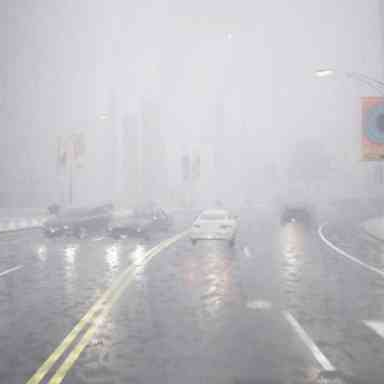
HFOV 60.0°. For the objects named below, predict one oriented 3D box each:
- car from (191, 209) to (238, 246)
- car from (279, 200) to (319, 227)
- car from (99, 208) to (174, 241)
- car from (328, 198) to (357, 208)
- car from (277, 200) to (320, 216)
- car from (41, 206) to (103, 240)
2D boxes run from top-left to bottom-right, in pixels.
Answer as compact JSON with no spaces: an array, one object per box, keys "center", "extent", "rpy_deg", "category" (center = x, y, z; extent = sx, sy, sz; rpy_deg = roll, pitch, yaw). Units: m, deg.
[{"center":[1.122,1.531,15.422],"extent":[1.812,1.442,4.674],"rpy_deg":[0,0,10],"category":"car"},{"center":[7.350,1.513,22.905],"extent":[1.837,1.490,4.892],"rpy_deg":[-1,0,25],"category":"car"},{"center":[-2.400,1.554,17.054],"extent":[2.033,1.411,5.357],"rpy_deg":[0,0,13],"category":"car"},{"center":[22.420,1.582,49.526],"extent":[4.181,1.385,1.994],"rpy_deg":[0,0,-20],"category":"car"},{"center":[11.001,1.560,34.106],"extent":[2.033,1.411,5.357],"rpy_deg":[0,0,45],"category":"car"},{"center":[-5.720,1.511,17.334],"extent":[1.837,1.490,4.892],"rpy_deg":[-1,0,13],"category":"car"}]
